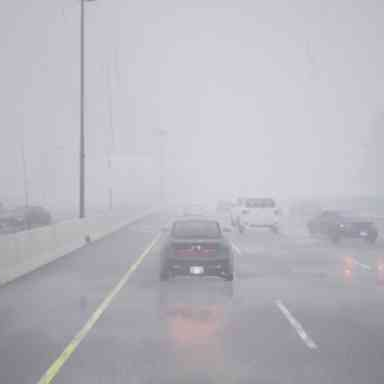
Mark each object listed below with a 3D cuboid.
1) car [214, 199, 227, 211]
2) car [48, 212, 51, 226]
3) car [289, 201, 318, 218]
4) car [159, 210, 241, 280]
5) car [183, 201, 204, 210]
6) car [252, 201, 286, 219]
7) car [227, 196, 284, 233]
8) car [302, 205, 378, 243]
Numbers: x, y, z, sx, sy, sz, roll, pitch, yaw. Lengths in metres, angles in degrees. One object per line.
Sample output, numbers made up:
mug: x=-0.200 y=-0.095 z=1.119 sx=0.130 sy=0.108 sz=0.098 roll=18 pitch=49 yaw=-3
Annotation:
car: x=3.667 y=1.592 z=38.301 sx=2.128 sy=1.511 sz=4.902 roll=0 pitch=0 yaw=0
car: x=-10.500 y=1.556 z=21.005 sx=1.812 sy=1.442 sz=4.674 roll=0 pitch=0 yaw=1
car: x=10.655 y=1.575 z=31.429 sx=2.128 sy=1.511 sz=4.902 roll=0 pitch=0 yaw=0
car: x=0.115 y=1.510 z=9.886 sx=1.837 sy=1.490 sz=4.892 roll=0 pitch=0 yaw=0
car: x=0.155 y=1.599 z=30.951 sx=1.812 sy=1.442 sz=4.674 roll=0 pitch=0 yaw=0
car: x=7.156 y=1.628 z=31.425 sx=2.033 sy=1.411 sz=5.357 roll=0 pitch=0 yaw=0
car: x=3.635 y=1.261 z=19.979 sx=2.150 sy=2.045 sz=5.566 roll=0 pitch=0 yaw=0
car: x=7.123 y=1.556 z=16.122 sx=1.812 sy=1.442 sz=4.674 roll=0 pitch=0 yaw=0
